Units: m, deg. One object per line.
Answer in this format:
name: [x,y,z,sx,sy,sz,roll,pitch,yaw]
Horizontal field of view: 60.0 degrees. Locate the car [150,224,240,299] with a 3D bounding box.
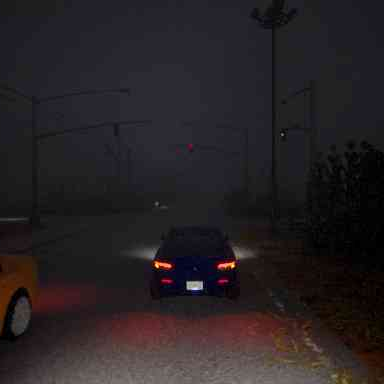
car: [0.073,1.526,8.313,1.812,1.442,4.674,0,0,1]

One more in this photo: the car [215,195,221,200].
car: [6.602,1.460,80.807,1.895,1.301,4.718,0,-1,6]

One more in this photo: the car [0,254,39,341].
car: [-3.560,1.477,3.661,1.882,1.535,5.008,0,0,0]
